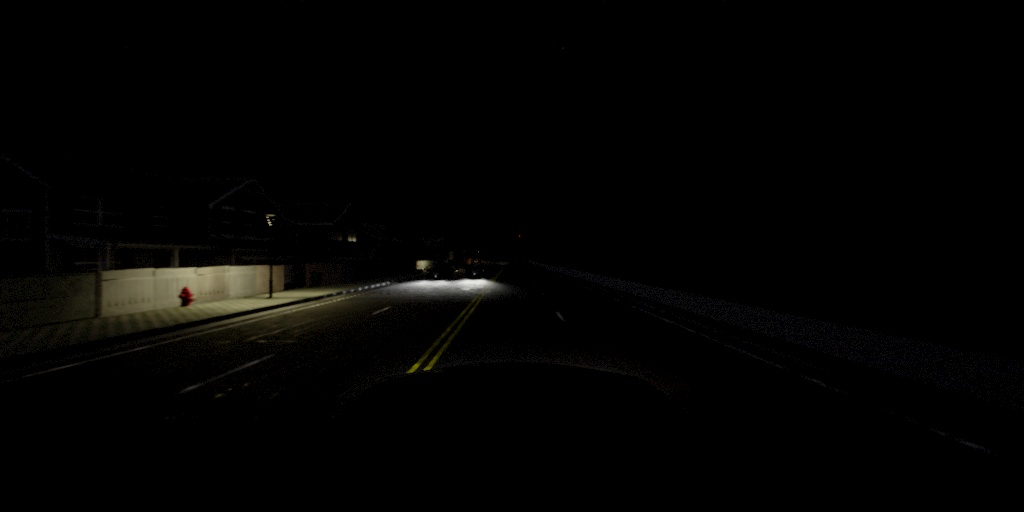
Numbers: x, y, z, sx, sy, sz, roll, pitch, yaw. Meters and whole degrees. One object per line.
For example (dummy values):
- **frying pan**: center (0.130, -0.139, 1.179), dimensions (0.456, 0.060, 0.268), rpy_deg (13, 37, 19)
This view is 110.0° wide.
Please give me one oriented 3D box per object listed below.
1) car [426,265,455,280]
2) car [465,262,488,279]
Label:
- **car**: center (-6.593, 1.461, 33.254), dimensions (1.895, 1.301, 4.718), rpy_deg (0, 0, 0)
- **car**: center (-3.339, 1.356, 34.430), dimensions (2.128, 1.511, 4.902), rpy_deg (0, 0, 0)
